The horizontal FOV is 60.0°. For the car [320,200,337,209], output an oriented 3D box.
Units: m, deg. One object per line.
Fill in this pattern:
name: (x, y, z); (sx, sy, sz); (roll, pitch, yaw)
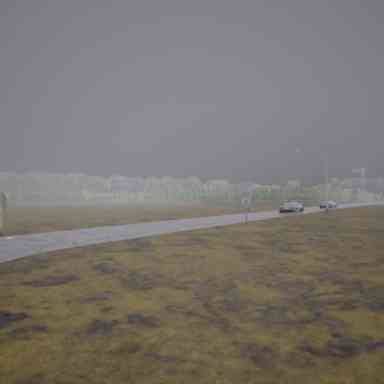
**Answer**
car: (22.581, 2.040, 55.009); (1.994, 1.385, 4.181); (-1, -1, 36)

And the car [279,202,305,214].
car: (12.236, 1.867, 40.560); (1.994, 1.385, 4.181); (-1, -1, 36)
